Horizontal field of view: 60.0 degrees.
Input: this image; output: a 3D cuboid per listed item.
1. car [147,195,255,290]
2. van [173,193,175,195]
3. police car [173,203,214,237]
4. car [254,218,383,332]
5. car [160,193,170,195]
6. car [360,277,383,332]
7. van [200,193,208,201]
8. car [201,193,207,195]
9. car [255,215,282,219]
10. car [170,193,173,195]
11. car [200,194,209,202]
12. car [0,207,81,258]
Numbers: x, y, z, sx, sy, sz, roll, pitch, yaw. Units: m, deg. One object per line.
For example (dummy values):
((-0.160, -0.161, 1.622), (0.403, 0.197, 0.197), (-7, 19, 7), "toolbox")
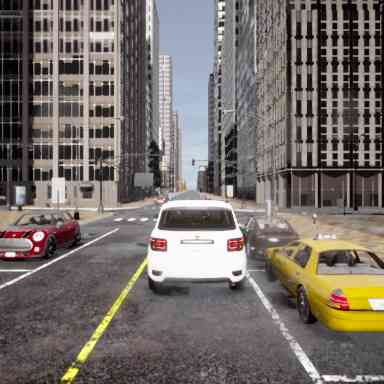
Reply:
((0.107, 1.220, 9.212), (2.150, 2.045, 5.566), (0, 0, 0), "car")
((-5.622, 1.225, 84.433), (1.690, 1.788, 3.998), (0, 0, 0), "van")
((0.111, 1.497, 19.132), (2.038, 1.542, 4.974), (0, 0, 1), "police car")
((2.697, 1.525, 6.927), (1.752, 1.417, 4.829), (0, 0, 0), "car")
((-5.736, 1.380, 61.693), (1.967, 1.590, 4.097), (0, 0, 0), "car")
((2.693, 1.551, 1.086), (2.008, 1.369, 4.403), (0, 0, 0), "car")
((2.753, 1.239, 78.738), (1.690, 1.788, 3.998), (0, 0, 0), "van")
((2.836, 1.380, 61.685), (1.967, 1.590, 4.097), (0, 0, 0), "car")
((2.702, 1.548, 12.425), (2.008, 1.369, 4.403), (0, 0, 0), "car")
((-5.665, 1.242, 67.378), (2.192, 1.841, 5.009), (0, 0, 0), "car")
((2.748, 1.353, 73.053), (1.967, 1.590, 4.097), (0, 0, 0), "car")
((-5.678, 1.437, 12.430), (1.967, 1.590, 4.097), (0, 0, 0), "car")
